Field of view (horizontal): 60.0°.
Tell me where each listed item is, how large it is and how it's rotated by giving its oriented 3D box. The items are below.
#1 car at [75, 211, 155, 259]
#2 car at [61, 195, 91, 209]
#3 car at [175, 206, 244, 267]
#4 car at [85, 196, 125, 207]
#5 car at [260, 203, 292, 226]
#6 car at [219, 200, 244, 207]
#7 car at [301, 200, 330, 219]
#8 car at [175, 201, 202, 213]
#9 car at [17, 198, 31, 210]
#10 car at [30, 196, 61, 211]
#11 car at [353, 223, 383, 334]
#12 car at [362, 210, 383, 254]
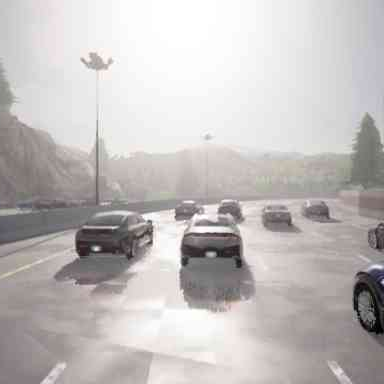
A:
[{"bbox_3d":[-2.684,1.461,12.507,1.837,1.490,4.892,0,0,5],"label":"car"},{"bbox_3d":[-12.481,1.211,38.380,2.097,1.767,4.553,0,0,15],"label":"car"},{"bbox_3d":[0.713,1.457,11.337,2.128,1.511,4.902,0,0,5],"label":"car"},{"bbox_3d":[-9.256,1.416,37.120,2.033,1.411,5.357,0,0,15],"label":"car"},{"bbox_3d":[5.691,1.487,22.723,2.033,1.411,5.357,0,0,10],"label":"car"},{"bbox_3d":[3.292,1.423,28.402,1.837,1.490,4.892,0,0,12],"label":"car"},{"bbox_3d":[10.459,1.422,28.405,2.128,1.511,4.902,0,0,13],"label":"car"},{"bbox_3d":[-0.153,1.474,28.961,1.994,1.385,4.181,0,0,12],"label":"car"},{"bbox_3d":[-19.080,1.317,40.825,1.882,1.535,5.008,0,0,15],"label":"car"},{"bbox_3d":[-16.045,1.452,38.717,1.895,1.301,4.718,0,0,14],"label":"car"},{"bbox_3d":[3.757,1.346,3.860,2.097,1.767,4.553,0,0,2],"label":"car"},{"bbox_3d":[7.721,1.483,11.194,1.837,1.490,4.892,0,0,5],"label":"car"}]
